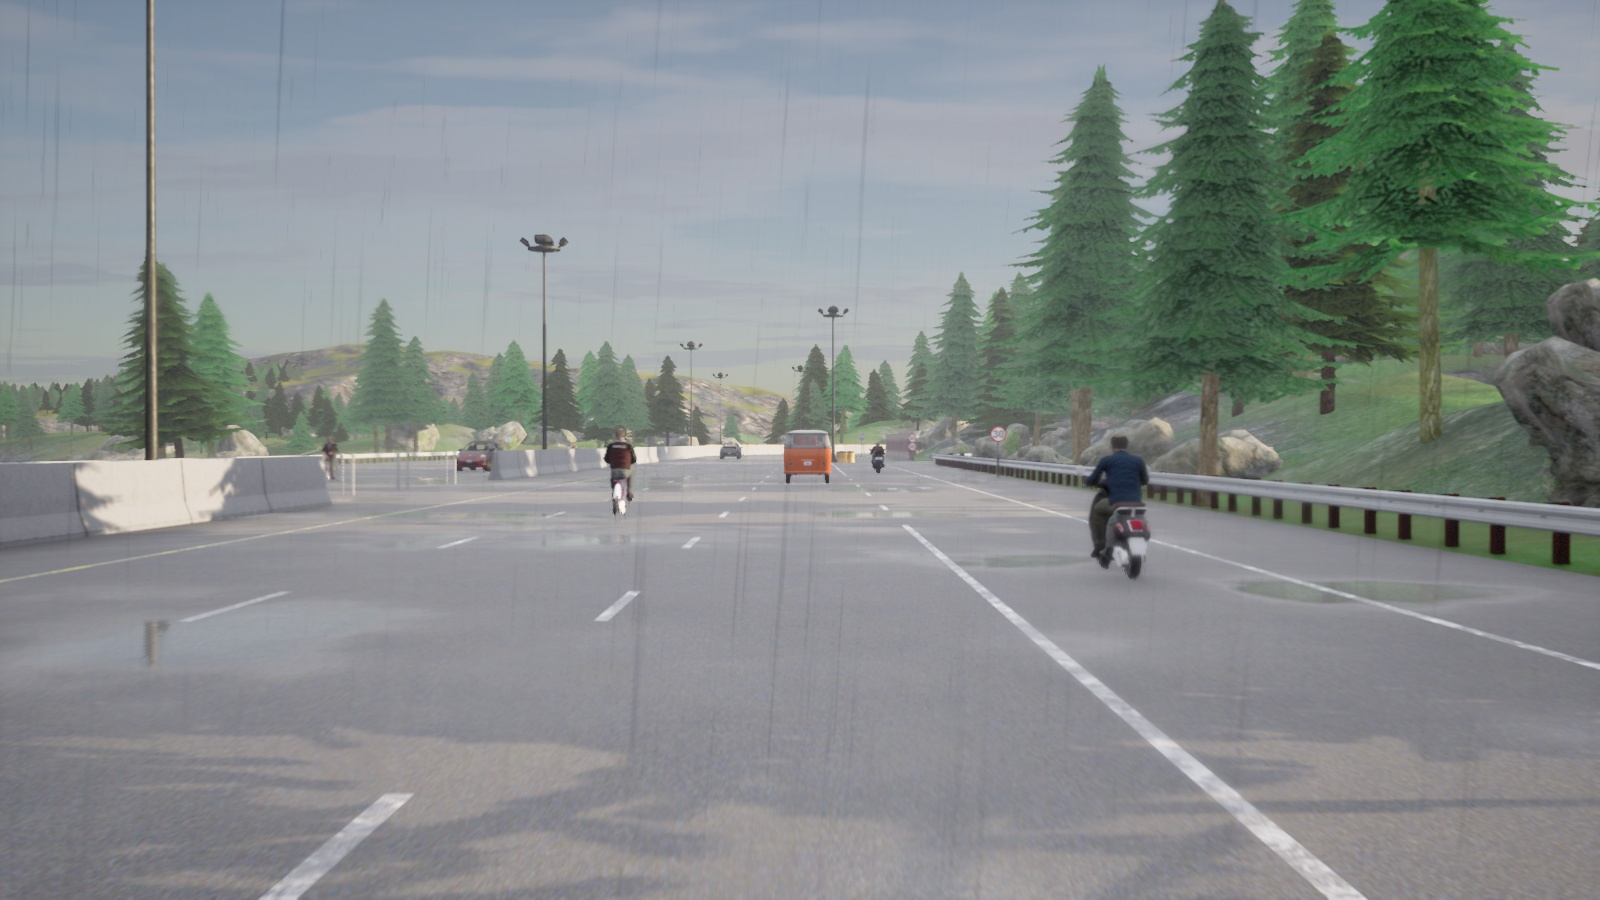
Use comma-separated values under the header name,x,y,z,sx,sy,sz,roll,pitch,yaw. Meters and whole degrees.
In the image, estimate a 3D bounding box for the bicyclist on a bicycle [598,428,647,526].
name,x,y,z,sx,sy,sz,roll,pitch,yaw
bicyclist on a bicycle,-3.348,0.480,23.788,0.659,1.776,1.843,0,1,0

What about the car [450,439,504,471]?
name,x,y,z,sx,sy,sz,roll,pitch,yaw
car,-17.101,0.255,66.662,1.851,1.617,3.988,0,0,0

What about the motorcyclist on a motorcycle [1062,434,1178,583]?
name,x,y,z,sx,sy,sz,roll,pitch,yaw
motorcyclist on a motorcycle,3.598,0.622,14.305,0.866,1.590,1.817,0,0,0

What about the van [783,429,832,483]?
name,x,y,z,sx,sy,sz,roll,pitch,yaw
van,0.292,0.225,48.115,1.775,1.987,4.442,0,0,0

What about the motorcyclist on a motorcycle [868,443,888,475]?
name,x,y,z,sx,sy,sz,roll,pitch,yaw
motorcyclist on a motorcycle,3.876,0.432,62.573,0.866,1.530,2.191,0,0,0
